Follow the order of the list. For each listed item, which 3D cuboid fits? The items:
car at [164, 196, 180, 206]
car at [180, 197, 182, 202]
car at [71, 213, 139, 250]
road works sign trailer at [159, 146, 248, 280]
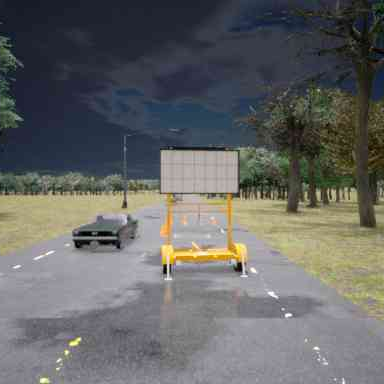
[{"bbox_3d":[-3.567,1.597,55.735,2.033,1.411,5.357,0,0,0],"label":"car"},{"bbox_3d":[-3.464,1.682,82.118,1.994,1.385,4.181,0,0,0],"label":"car"},{"bbox_3d":[-3.593,1.597,14.502,1.895,1.301,4.718,0,0,0],"label":"car"},{"bbox_3d":[0.200,0.461,10.005,2.380,3.560,2.880,0,0,-8],"label":"road works sign trailer"}]
